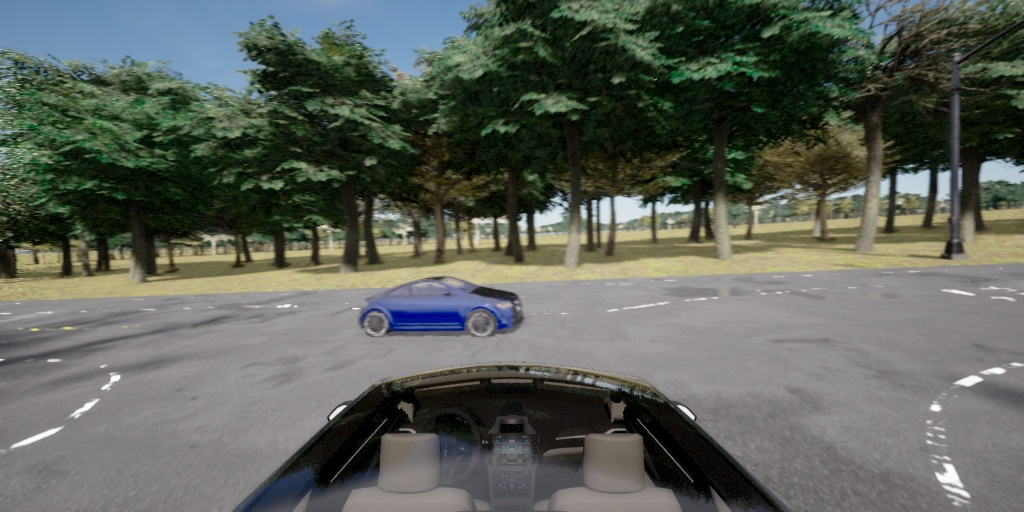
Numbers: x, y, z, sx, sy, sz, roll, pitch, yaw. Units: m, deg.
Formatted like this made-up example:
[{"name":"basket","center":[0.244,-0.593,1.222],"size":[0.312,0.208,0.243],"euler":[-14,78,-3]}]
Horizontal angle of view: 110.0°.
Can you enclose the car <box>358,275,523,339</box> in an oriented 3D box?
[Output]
[{"name":"car","center":[-1.828,1.231,9.495],"size":[4.181,1.385,1.994],"euler":[-2,2,8]}]
